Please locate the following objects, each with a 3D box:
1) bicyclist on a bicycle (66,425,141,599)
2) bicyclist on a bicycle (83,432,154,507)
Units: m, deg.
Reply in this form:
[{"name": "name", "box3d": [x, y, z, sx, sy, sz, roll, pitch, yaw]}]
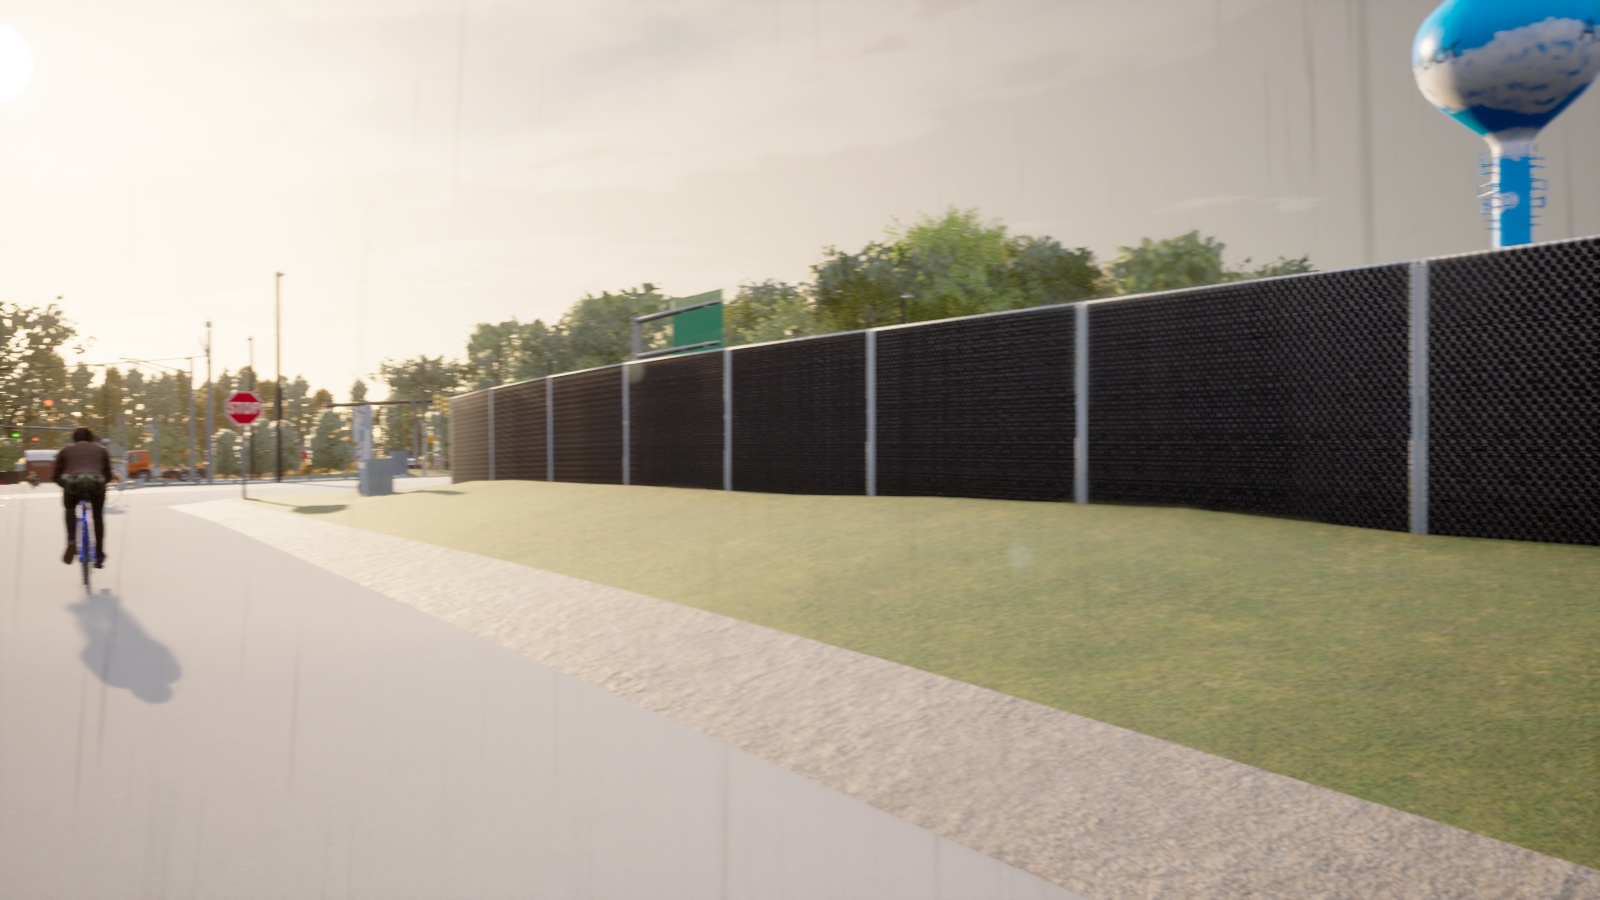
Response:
[{"name": "bicyclist on a bicycle", "box3d": [-6.994, 0.571, 12.575, 0.582, 1.620, 1.656, -1, 1, -31]}, {"name": "bicyclist on a bicycle", "box3d": [-16.840, 0.472, 31.084, 0.659, 1.776, 1.843, 2, 0, 1]}]
